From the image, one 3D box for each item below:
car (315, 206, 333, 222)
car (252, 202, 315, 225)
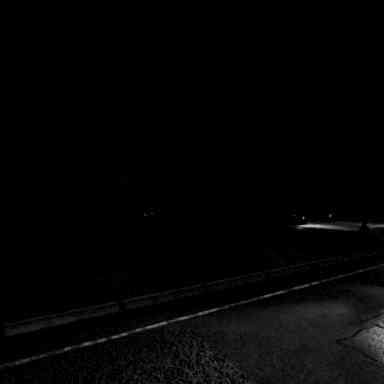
[{"bbox_3d":[8.989,1.583,27.267,2.128,1.511,4.902,0,0,-39],"label":"car"},{"bbox_3d":[6.526,1.652,24.749,1.994,1.385,4.181,0,-1,-39],"label":"car"}]
